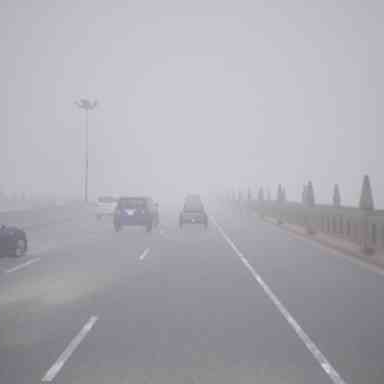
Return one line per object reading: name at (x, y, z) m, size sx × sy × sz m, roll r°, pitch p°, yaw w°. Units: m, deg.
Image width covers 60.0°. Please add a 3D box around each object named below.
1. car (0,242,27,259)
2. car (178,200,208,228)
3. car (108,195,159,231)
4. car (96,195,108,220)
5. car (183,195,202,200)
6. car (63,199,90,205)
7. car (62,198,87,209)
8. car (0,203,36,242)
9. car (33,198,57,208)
car at (-3.401, 1.499, 2.309) m, size 2.128 × 1.511 × 4.902 m, roll 0°, pitch 0°, yaw 0°
car at (0.099, 1.563, 22.790) m, size 2.128 × 1.511 × 4.902 m, roll 0°, pitch 0°, yaw 0°
car at (-3.401, 1.289, 21.037) m, size 2.150 × 2.045 × 5.566 m, roll 0°, pitch 0°, yaw 0°
car at (-6.902, 1.316, 29.643) m, size 2.150 × 2.045 × 5.566 m, roll 0°, pitch 0°, yaw 0°
car at (0.091, 1.348, 41.429) m, size 2.150 × 2.045 × 5.566 m, roll 0°, pitch -1°, yaw 0°
car at (-14.063, 1.640, 41.650) m, size 1.837 × 1.490 × 4.892 m, roll 0°, pitch -1°, yaw 0°
car at (-17.586, 1.708, 50.055) m, size 2.033 × 1.411 × 5.357 m, roll 0°, pitch 0°, yaw -1°
car at (-6.900, 1.384, 9.965) m, size 2.097 × 1.767 × 4.553 m, roll 0°, pitch 0°, yaw 0°
car at (-21.087, 1.630, 47.778) m, size 1.882 × 1.535 × 5.008 m, roll 0°, pitch 0°, yaw 0°
